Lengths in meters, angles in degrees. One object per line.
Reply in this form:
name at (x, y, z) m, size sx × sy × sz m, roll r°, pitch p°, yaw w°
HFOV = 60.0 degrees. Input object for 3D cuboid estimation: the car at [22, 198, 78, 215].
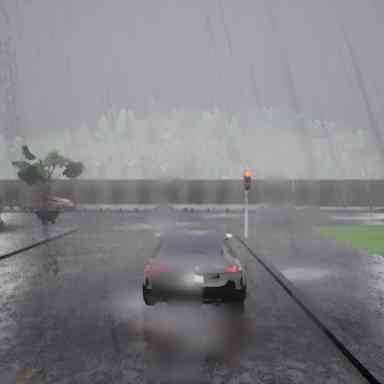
car at (-12.520, 1.218, 29.361) m, size 4.674 × 1.442 × 1.812 m, roll 0°, pitch 0°, yaw 1°

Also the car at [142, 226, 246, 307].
car at (0.051, 1.481, 7.850) m, size 1.994 × 1.385 × 4.181 m, roll 0°, pitch 1°, yaw 0°
